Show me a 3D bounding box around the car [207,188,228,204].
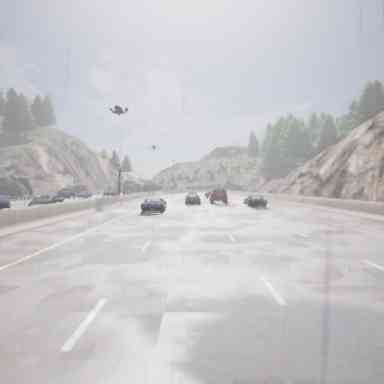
[{"bbox_3d":[3.591,0.532,45.399,2.150,2.045,5.566,0,1,0],"label":"car"}]

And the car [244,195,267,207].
[{"bbox_3d":[7.114,1.028,37.804,1.895,1.301,4.718,0,1,0],"label":"car"}]

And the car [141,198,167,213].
[{"bbox_3d":[-3.345,1.147,29.934,1.895,1.301,4.718,0,1,0],"label":"car"}]

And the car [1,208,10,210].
[{"bbox_3d":[-17.572,1.086,28.938,1.812,1.442,4.674,0,1,0],"label":"car"}]

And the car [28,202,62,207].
[{"bbox_3d":[-14.076,0.999,32.423,2.128,1.511,4.902,0,1,0],"label":"car"}]

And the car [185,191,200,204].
[{"bbox_3d":[0.102,0.888,44.575,1.994,1.385,4.181,0,1,0],"label":"car"}]

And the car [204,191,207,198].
[{"bbox_3d":[3.603,0.483,68.956,1.812,1.442,4.674,0,1,0],"label":"car"}]
